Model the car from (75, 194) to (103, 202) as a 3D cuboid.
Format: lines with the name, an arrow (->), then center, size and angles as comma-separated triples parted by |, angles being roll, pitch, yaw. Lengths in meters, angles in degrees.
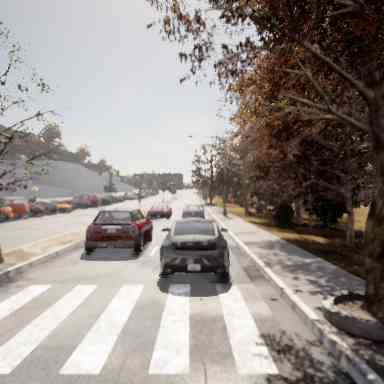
car -> -16.844, 1.415, 50.326 | 5.566, 2.045, 2.435 | -1, 1, -20

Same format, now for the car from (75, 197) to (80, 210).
car -> -16.801, 1.729, 41.399 | 4.792, 1.488, 2.163 | -1, 0, -20

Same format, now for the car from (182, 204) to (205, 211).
car -> 0.110, 1.727, 27.555 | 2.033, 1.411, 5.357 | 0, 0, 0

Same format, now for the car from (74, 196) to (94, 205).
car -> -16.816, 1.720, 47.356 | 4.674, 1.452, 2.002 | -1, 1, -20

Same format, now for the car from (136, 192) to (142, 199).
car -> -16.925, 1.404, 89.187 | 5.366, 1.575, 1.946 | -1, 1, -20

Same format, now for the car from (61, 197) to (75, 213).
car -> -16.662, 1.697, 38.471 | 5.366, 1.575, 1.946 | -1, 0, -20

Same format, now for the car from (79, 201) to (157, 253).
car -> -2.901, 1.430, 14.143 | 2.097, 1.767, 4.553 | 0, 0, 0

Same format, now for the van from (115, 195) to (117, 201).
van -> -16.907, 1.363, 62.230 | 4.442, 1.987, 1.878 | -1, 1, -20

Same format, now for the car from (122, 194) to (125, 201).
car -> -16.782, 1.587, 68.239 | 4.674, 1.452, 2.002 | -1, 1, -20

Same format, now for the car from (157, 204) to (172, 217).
car -> -2.878, 1.795, 31.078 | 1.895, 1.301, 4.718 | 0, 0, 0

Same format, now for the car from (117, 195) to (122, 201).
car -> -16.763, 1.441, 65.266 | 4.553, 1.767, 2.185 | -1, 1, -20

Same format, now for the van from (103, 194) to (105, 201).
van -> -16.705, 1.419, 53.369 | 4.442, 1.987, 1.878 | -1, 0, -20

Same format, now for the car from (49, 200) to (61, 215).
car -> -16.865, 1.732, 35.402 | 4.792, 1.488, 2.163 | -1, 0, -20

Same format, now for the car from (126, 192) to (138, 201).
car -> -16.737, 1.476, 83.263 | 4.792, 1.488, 2.163 | -1, 0, -20

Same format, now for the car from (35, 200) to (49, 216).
car -> -16.838, 1.733, 32.430 | 4.674, 1.452, 2.002 | -1, 0, -20

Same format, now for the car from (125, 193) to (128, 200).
car -> -16.756, 1.556, 71.257 | 4.792, 1.488, 2.163 | -1, 0, -20

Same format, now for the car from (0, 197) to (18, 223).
car -> -16.825, 1.540, 26.471 | 4.553, 1.767, 2.185 | -1, 0, -20

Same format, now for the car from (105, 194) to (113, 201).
car -> -16.784, 1.375, 56.322 | 5.566, 2.045, 2.435 | -1, 0, -20

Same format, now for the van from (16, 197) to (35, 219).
van -> -16.743, 1.456, 29.499 | 4.442, 1.987, 1.878 | -1, -1, -20

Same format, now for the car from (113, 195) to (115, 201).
car -> -16.795, 1.608, 59.292 | 4.892, 1.521, 2.231 | -1, 1, -20

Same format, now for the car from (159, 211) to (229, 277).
car -> 0.080, 1.558, 10.369 | 1.837, 1.490, 4.892 | 0, 0, 1
